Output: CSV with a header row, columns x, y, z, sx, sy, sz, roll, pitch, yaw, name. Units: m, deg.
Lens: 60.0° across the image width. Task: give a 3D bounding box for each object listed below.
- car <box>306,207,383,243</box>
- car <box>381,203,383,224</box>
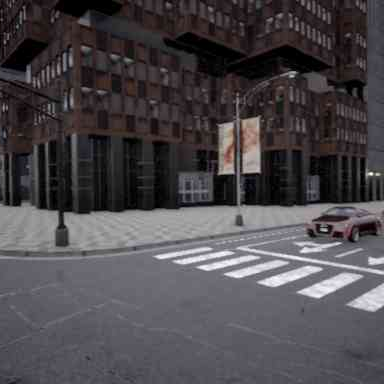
x,y,z,sx,sy,sz,roll,pitch,yaw,name
7.023,1.391,15.313,4.181,1.385,1.994,-1,1,-42,car
14.324,1.343,21.925,4.718,1.301,1.895,-1,1,-42,car
